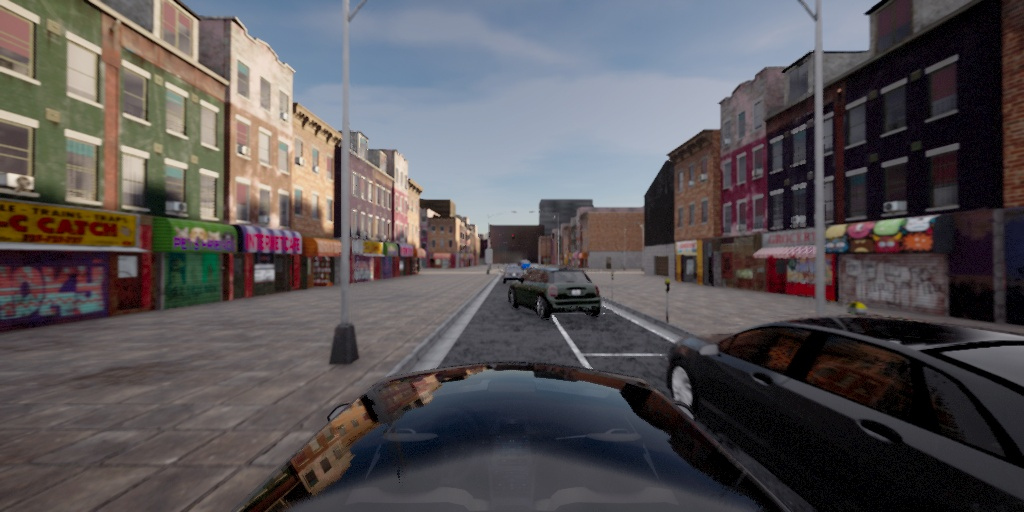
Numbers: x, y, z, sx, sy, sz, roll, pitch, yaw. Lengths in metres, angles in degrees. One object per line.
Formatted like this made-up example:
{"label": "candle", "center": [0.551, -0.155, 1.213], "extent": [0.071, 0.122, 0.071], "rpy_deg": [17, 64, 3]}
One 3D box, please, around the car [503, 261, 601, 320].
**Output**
{"label": "car", "center": [1.419, 1.205, 13.546], "extent": [2.097, 1.767, 4.553], "rpy_deg": [0, -1, -18]}

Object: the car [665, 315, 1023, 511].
{"label": "car", "center": [3.021, 1.267, 3.038], "extent": [1.837, 1.490, 4.892], "rpy_deg": [0, 0, 0]}

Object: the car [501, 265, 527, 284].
{"label": "car", "center": [0.164, 1.558, 30.967], "extent": [2.033, 1.411, 5.357], "rpy_deg": [0, -1, 0]}
